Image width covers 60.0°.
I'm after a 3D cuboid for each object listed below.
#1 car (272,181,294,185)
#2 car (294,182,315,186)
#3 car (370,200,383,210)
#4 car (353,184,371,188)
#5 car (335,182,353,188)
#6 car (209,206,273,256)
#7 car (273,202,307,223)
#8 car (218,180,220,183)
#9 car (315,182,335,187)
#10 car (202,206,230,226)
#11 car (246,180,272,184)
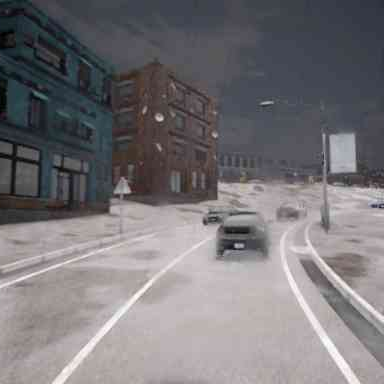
[{"bbox_3d":[20.022,-1.842,76.179,4.892,1.521,2.231,1,-5,-14],"label":"car"},{"bbox_3d":[25.370,-1.654,77.643,4.674,1.452,2.002,2,-5,-15],"label":"car"},{"bbox_3d":[31.235,2.039,54.288,5.008,1.535,1.882,0,-4,-26],"label":"car"},{"bbox_3d":[41.352,-1.142,82.790,4.792,1.488,2.163,2,-5,-19],"label":"car"},{"bbox_3d":[35.944,-1.485,80.926,4.553,1.767,2.185,2,-5,-18],"label":"car"},{"bbox_3d":[2.153,1.539,13.341,1.837,1.490,4.892,-1,0,14],"label":"car"},{"bbox_3d":[8.690,1.637,28.896,1.812,1.442,4.674,-3,-2,31],"label":"car"},{"bbox_3d":[4.070,-2.306,72.141,4.553,1.767,2.185,1,-5,-14],"label":"car"},{"bbox_3d":[30.686,-1.531,79.228,5.008,1.535,2.097,2,-5,-17],"label":"car"},{"bbox_3d":[2.281,1.736,24.625,1.994,1.385,4.181,-2,-1,25],"label":"car"},{"bbox_3d":[14.674,-1.964,74.817,4.892,1.521,2.231,1,-5,-14],"label":"car"}]
